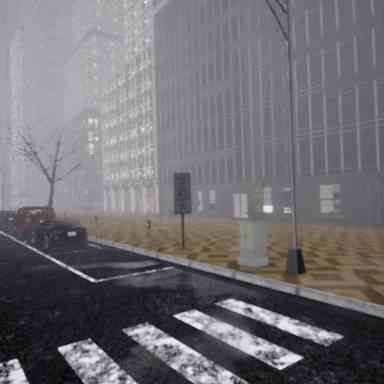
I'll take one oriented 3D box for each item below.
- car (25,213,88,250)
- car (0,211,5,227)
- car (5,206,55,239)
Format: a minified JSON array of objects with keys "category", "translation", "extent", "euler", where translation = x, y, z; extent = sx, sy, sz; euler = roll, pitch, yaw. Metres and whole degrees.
[{"category":"car","translation":[-6.433,1.903,16.089],"extent":[1.947,1.339,4.313],"euler":[-1,-1,-37]},{"category":"car","translation":[-16.318,2.311,29.378],"extent":[1.947,1.339,4.313],"euler":[-1,-1,-37]},{"category":"car","translation":[-9.734,1.788,20.522],"extent":[2.192,1.841,5.009],"euler":[-1,-1,-37]}]
